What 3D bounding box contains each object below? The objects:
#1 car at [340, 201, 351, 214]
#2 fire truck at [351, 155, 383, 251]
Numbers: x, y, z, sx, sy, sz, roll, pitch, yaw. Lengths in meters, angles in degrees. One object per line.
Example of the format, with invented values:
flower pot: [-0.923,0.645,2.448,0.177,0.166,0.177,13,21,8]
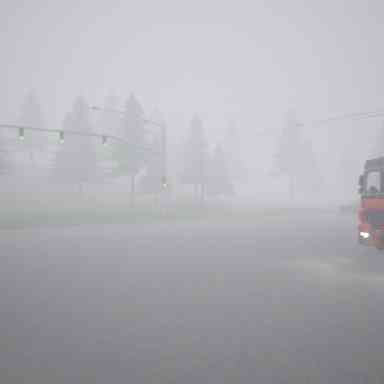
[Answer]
car: [17.117,1.462,33.878,5.008,1.535,1.882,0,0,-32]
fire truck: [10.136,0.341,12.894,8.468,3.827,2.891,0,0,-32]
